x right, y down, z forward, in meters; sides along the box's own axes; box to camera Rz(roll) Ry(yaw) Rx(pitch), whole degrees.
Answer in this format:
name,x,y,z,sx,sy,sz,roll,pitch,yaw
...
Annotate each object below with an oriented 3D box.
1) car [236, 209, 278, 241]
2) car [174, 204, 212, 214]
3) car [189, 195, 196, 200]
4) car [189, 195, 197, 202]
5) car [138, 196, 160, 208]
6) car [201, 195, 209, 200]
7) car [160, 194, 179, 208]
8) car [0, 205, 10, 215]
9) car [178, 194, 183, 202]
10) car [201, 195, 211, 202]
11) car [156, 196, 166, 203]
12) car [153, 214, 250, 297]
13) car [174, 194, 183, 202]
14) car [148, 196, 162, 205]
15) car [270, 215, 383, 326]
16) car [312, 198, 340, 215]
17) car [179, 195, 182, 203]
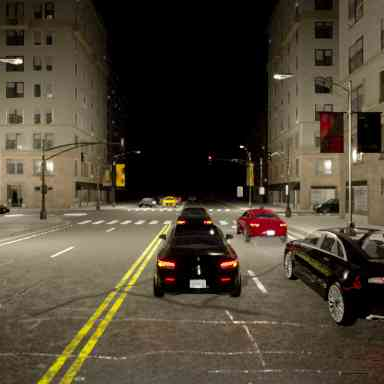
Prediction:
name,x,y,z,sx,sy,sz,roll,pitch,yaw
car,3.273,1.528,16.122,1.812,1.442,4.674,0,0,0
car,0.125,1.529,17.334,1.812,1.442,4.674,0,0,0
car,0.139,1.437,88.487,1.994,1.385,4.181,0,0,0
car,0.124,1.609,78.514,1.895,1.301,4.718,0,0,0
car,-6.492,1.563,49.125,2.033,1.411,5.357,0,0,4
car,3.389,1.437,88.482,1.994,1.385,4.181,0,0,0
car,-3.277,1.493,49.414,1.882,1.535,5.008,0,0,-1
car,-19.708,1.547,31.626,4.181,1.385,1.994,0,0,1
car,-3.154,1.370,68.204,2.097,1.767,4.553,0,0,0
car,3.373,1.553,78.062,2.033,1.411,5.357,0,0,0
car,-6.392,1.544,69.016,1.812,1.442,4.674,0,0,0
car,0.109,1.527,8.425,1.812,1.442,4.674,0,0,0
car,-3.128,1.350,78.165,2.097,1.767,4.553,0,0,0
car,-6.487,1.522,58.864,1.837,1.490,4.892,0,0,0
car,3.348,1.492,7.027,2.128,1.511,4.902,0,0,1
car,14.814,1.409,34.384,4.553,1.767,2.097,0,0,1
car,-3.237,1.618,58.752,1.895,1.301,4.718,0,0,0
